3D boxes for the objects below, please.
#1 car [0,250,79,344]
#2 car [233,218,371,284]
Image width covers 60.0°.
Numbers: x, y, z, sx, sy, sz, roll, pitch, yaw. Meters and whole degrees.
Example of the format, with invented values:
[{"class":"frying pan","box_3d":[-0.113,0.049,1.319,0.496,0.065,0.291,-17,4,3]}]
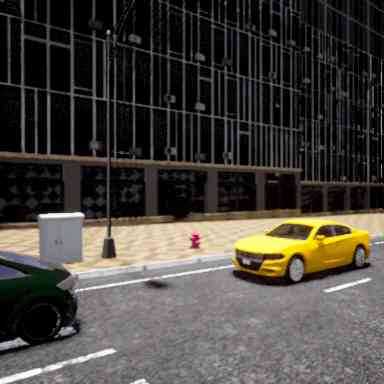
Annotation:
[{"class":"car","box_3d":[-3.896,1.557,4.886,4.181,1.385,1.994,1,-1,-35]},{"class":"car","box_3d":[3.458,1.579,10.123,5.008,1.535,1.882,1,0,-35]}]
